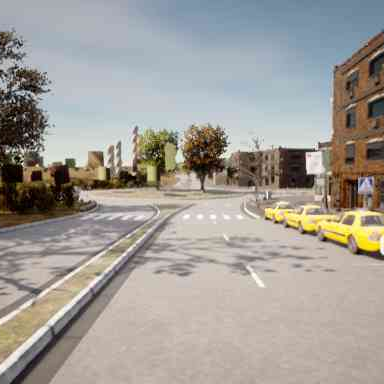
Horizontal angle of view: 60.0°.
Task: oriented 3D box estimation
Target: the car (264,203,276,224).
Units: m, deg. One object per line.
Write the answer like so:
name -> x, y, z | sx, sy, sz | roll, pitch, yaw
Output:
car -> 6.485, 1.421, 23.975 | 1.946, 1.575, 5.366 | 0, 0, 0

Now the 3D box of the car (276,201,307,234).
car -> 6.475, 1.419, 18.452 | 1.946, 1.575, 5.366 | 0, 0, 0

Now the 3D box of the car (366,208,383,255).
car -> 6.472, 1.172, 7.118 | 2.435, 2.045, 5.566 | 0, 0, 0

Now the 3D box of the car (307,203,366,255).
car -> 6.475, 1.420, 12.927 | 1.946, 1.575, 5.366 | 0, 0, 0
